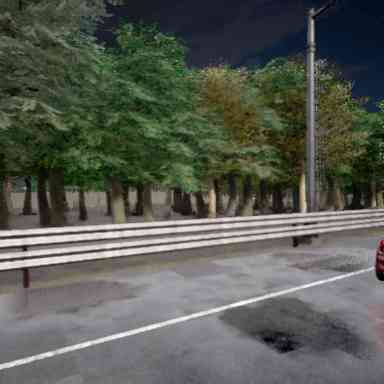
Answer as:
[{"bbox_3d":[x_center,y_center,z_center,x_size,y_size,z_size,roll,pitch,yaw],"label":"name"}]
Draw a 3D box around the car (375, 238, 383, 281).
[{"bbox_3d":[6.718,1.366,8.535,4.553,1.767,2.097,0,0,-35],"label":"car"}]
